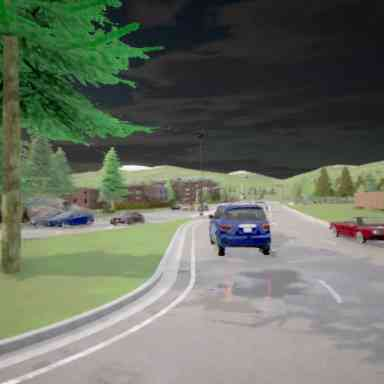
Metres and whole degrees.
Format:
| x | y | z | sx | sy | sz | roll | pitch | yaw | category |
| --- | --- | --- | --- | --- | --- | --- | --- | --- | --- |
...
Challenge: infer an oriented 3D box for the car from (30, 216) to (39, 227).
| x | y | z | sx | sy | sz | roll | pitch | yaw | category |
| --- | --- | --- | --- | --- | --- | --- | --- | --- | --- |
| -13.976 | 2.677 | 33.601 | 2.128 | 1.511 | 4.902 | -2 | -2 | 25 | car |

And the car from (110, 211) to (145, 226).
| x | y | z | sx | sy | sz | roll | pitch | yaw | category |
| --- | --- | --- | --- | --- | --- | --- | --- | --- | --- |
| -6.442 | 2.599 | 33.582 | 1.994 | 1.385 | 4.181 | -2 | -2 | 20 | car |

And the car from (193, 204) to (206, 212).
| x | y | z | sx | sy | sz | roll | pitch | yaw | category |
| --- | --- | --- | --- | --- | --- | --- | --- | --- | --- |
| 2.367 | 3.287 | 68.348 | 2.128 | 1.511 | 4.902 | -1 | -1 | 13 | car |

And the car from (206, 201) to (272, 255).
| x | y | z | sx | sy | sz | roll | pitch | yaw | category |
| --- | --- | --- | --- | --- | --- | --- | --- | --- | --- |
| 2.044 | 1.598 | 15.280 | 2.150 | 2.045 | 5.566 | -1 | -2 | -2 | car |

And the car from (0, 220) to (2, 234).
| x | y | z | sx | sy | sz | roll | pitch | yaw | category |
| --- | --- | --- | --- | --- | --- | --- | --- | --- | --- |
| -13.866 | 2.020 | 18.957 | 2.150 | 2.045 | 5.566 | -2 | -2 | 29 | car |

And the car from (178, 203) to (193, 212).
| x | y | z | sx | sy | sz | roll | pitch | yaw | category |
| --- | --- | --- | --- | --- | --- | --- | --- | --- | --- |
| -0.862 | 3.216 | 69.934 | 2.097 | 1.767 | 4.553 | -1 | -2 | 13 | car |

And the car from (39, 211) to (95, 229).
| x | y | z | sx | sy | sz | roll | pitch | yaw | category |
| --- | --- | --- | --- | --- | --- | --- | --- | --- | --- |
| -11.332 | 2.544 | 31.105 | 1.882 | 1.535 | 5.008 | -2 | -2 | 26 | car |

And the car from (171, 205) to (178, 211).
| x | y | z | sx | sy | sz | roll | pitch | yaw | category |
| --- | --- | --- | --- | --- | --- | --- | --- | --- | --- |
| -3.375 | 3.602 | 74.580 | 1.895 | 1.301 | 4.718 | -1 | -2 | 13 | car |

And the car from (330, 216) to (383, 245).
| x | y | z | sx | sy | sz | roll | pitch | yaw | category |
| --- | --- | --- | --- | --- | --- | --- | --- | --- | --- |
| 8.932 | 1.894 | 17.294 | 1.895 | 1.301 | 4.718 | -1 | -2 | 0 | car |
